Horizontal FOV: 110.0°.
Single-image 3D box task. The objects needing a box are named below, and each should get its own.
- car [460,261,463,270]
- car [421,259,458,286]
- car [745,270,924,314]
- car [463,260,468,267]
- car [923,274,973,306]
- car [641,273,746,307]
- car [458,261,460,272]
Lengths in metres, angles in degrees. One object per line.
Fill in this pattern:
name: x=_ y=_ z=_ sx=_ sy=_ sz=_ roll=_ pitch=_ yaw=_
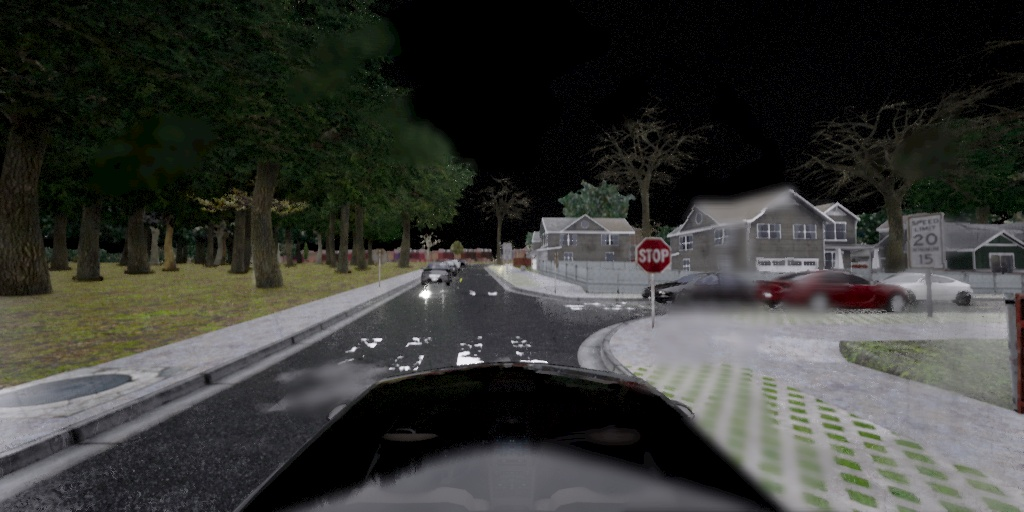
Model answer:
car: x=-7.351 y=1.147 z=44.377 sx=1.812 sy=1.442 sz=4.674 roll=0 pitch=0 yaw=-6
car: x=-5.080 y=1.165 z=24.608 sx=2.128 sy=1.511 sz=4.902 roll=0 pitch=0 yaw=-7
car: x=11.857 y=1.307 z=13.383 sx=5.008 sy=1.535 sz=1.882 roll=1 pitch=-3 yaw=-5
car: x=-8.658 y=1.250 z=60.632 sx=1.895 sy=1.301 sz=4.718 roll=0 pitch=0 yaw=-1
car: x=19.064 y=1.573 z=17.009 sx=4.674 sy=1.442 sz=1.812 roll=1 pitch=-3 yaw=-6
car: x=8.611 y=1.463 z=15.856 sx=5.357 sy=1.411 sz=2.033 roll=1 pitch=-3 yaw=-6
car: x=-6.217 y=1.163 z=34.324 sx=1.812 sy=1.442 sz=4.674 roll=0 pitch=0 yaw=-7
